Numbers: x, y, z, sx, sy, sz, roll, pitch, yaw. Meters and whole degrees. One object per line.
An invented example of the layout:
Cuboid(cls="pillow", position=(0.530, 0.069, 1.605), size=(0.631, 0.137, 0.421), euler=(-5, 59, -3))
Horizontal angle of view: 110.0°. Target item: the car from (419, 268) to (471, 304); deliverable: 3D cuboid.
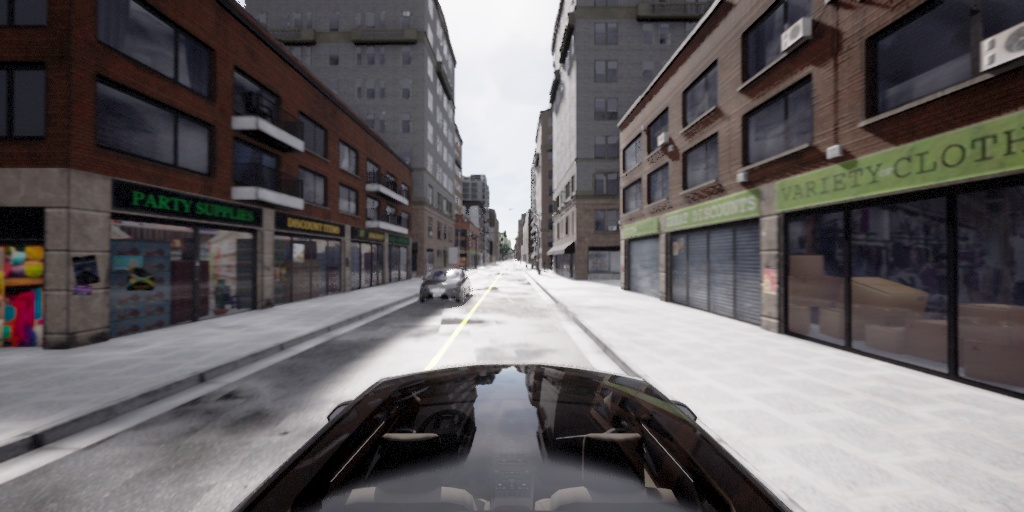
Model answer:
Cuboid(cls="car", position=(-3.096, 1.371, 17.285), size=(2.128, 1.511, 4.902), euler=(0, 0, 0))

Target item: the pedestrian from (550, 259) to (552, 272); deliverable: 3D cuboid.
Cuboid(cls="pedestrian", position=(5.647, 1.318, 51.774), size=(0.375, 1.860, 0.375), euler=(0, 0, 0))

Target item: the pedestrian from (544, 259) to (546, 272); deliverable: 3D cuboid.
Cuboid(cls="pedestrian", position=(4.648, 1.309, 51.174), size=(0.375, 1.860, 0.375), euler=(0, 0, 0))

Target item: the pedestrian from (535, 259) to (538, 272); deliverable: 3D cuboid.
Cuboid(cls="pedestrian", position=(3.648, 1.317, 52.375), size=(0.375, 1.860, 0.375), euler=(0, 0, 0))
